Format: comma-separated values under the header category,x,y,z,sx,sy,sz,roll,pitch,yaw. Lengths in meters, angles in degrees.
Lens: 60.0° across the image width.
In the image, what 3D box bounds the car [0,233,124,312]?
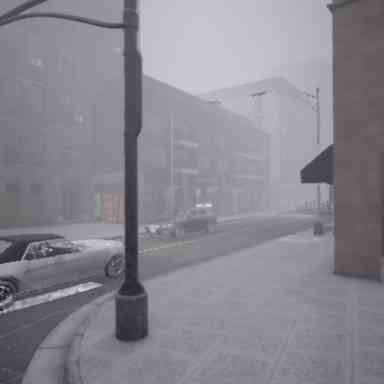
category,x,y,z,sx,sy,sz,roll,pitch,yaw
car,-3.574,1.647,7.972,1.895,1.301,4.718,-1,0,35

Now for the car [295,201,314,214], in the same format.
category,x,y,z,sx,sy,sz,roll,pitch,yaw
car,13.142,1.694,37.214,1.895,1.301,4.718,-1,0,35

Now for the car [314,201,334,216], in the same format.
category,x,y,z,sx,sy,sz,roll,pitch,yaw
car,13.870,1.629,32.897,1.994,1.385,4.181,-1,0,35

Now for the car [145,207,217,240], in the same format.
category,x,y,z,sx,sy,sz,roll,pitch,yaw
car,-0.467,1.570,17.819,2.128,1.511,4.902,-1,0,35
